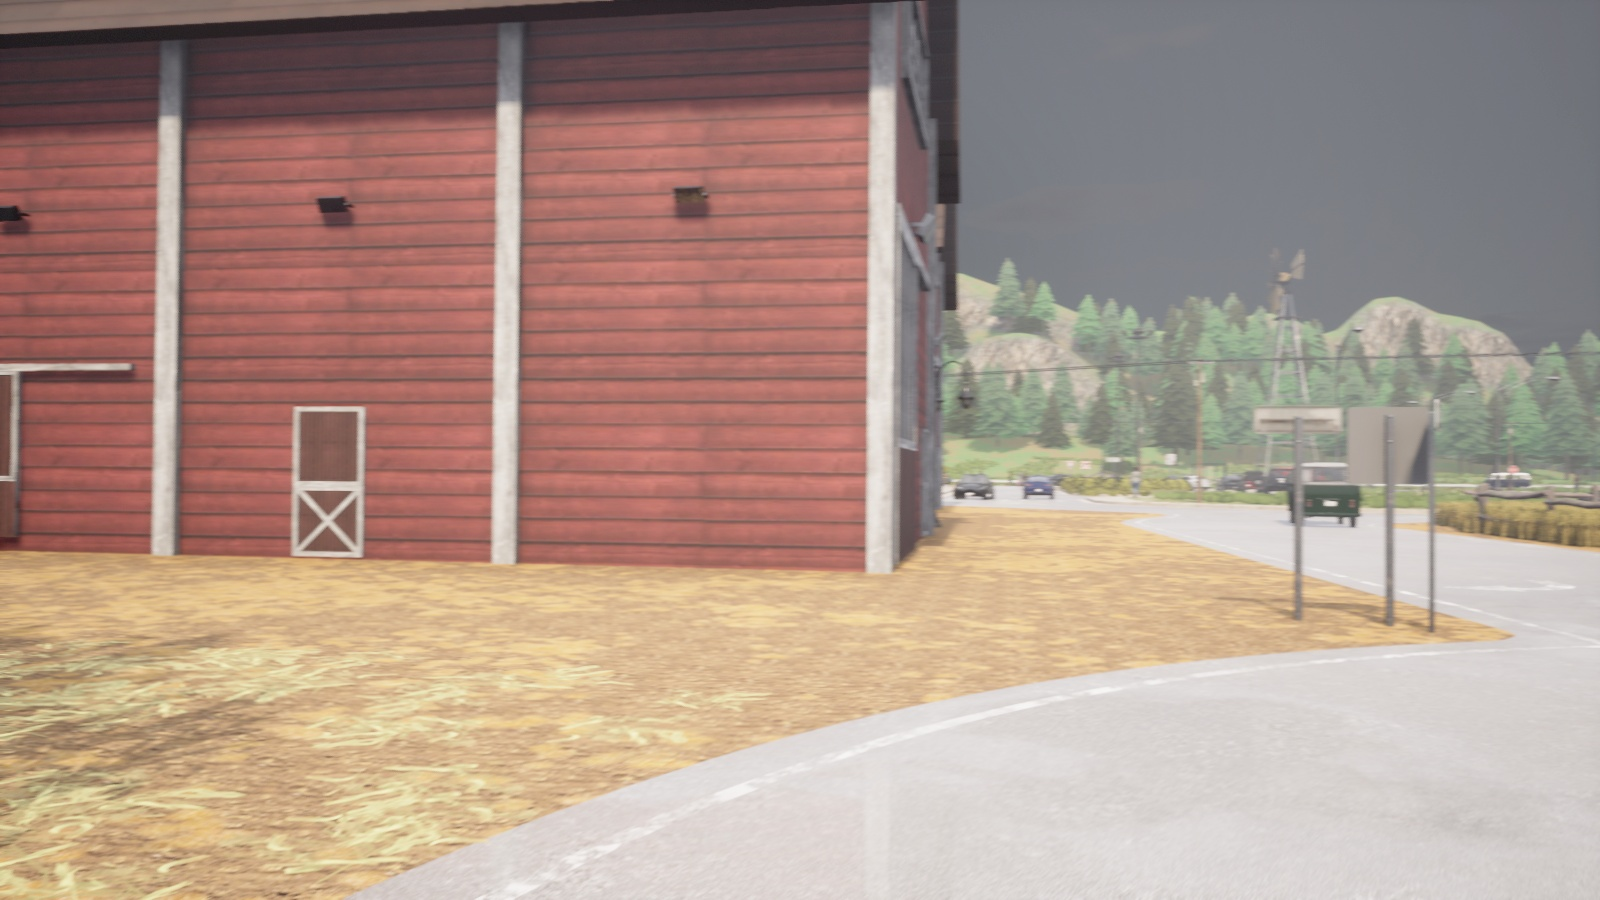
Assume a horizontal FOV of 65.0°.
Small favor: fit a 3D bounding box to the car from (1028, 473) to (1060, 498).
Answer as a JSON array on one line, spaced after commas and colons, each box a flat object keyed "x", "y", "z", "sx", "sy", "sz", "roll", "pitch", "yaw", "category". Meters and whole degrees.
[{"x": 14.892, "y": 2.143, "z": 76.477, "sx": 1.812, "sy": 1.442, "sz": 4.674, "roll": 0, "pitch": -1, "yaw": 12, "category": "car"}]

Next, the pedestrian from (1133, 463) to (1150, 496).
[{"x": 19.833, "y": 1.715, "z": 73.007, "sx": 0.874, "sy": 1.855, "sz": 0.900, "roll": 0, "pitch": -1, "yaw": 10, "category": "pedestrian"}]

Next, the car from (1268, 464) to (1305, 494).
[{"x": 34.559, "y": 2.056, "z": 89.264, "sx": 2.150, "sy": 2.045, "sz": 5.566, "roll": 0, "pitch": -1, "yaw": 18, "category": "car"}]

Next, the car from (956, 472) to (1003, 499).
[{"x": 10.458, "y": 2.051, "z": 72.795, "sx": 2.163, "sy": 1.488, "sz": 4.792, "roll": 0, "pitch": -1, "yaw": 15, "category": "car"}]

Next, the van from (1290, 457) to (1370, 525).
[{"x": 16.549, "y": 1.242, "z": 39.392, "sx": 1.775, "sy": 1.987, "sz": 4.442, "roll": 0, "pitch": -1, "yaw": 16, "category": "van"}]
